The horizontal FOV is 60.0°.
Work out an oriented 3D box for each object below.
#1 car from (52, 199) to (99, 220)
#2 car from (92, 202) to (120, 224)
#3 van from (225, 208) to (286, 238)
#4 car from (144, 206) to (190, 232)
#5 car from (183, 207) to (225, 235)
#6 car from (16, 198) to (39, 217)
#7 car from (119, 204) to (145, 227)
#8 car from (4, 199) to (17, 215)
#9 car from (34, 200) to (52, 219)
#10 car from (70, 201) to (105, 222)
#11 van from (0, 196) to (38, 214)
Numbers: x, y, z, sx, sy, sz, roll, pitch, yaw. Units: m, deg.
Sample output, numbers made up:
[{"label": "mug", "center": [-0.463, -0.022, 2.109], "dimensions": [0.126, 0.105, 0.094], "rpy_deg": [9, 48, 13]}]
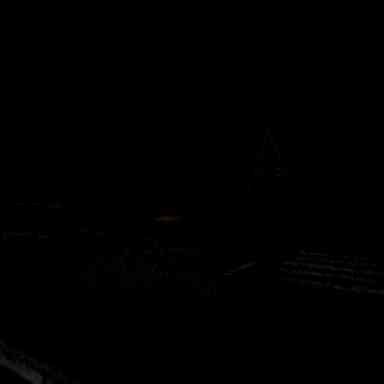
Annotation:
[{"label": "car", "center": [-9.451, 1.564, 29.500], "dimensions": [2.185, 1.767, 4.553], "rpy_deg": [0, 0, 35]}, {"label": "car", "center": [-4.949, 1.728, 26.254], "dimensions": [2.231, 1.521, 4.892], "rpy_deg": [0, 0, 35]}, {"label": "van", "center": [4.034, 1.578, 19.731], "dimensions": [1.878, 1.987, 4.442], "rpy_deg": [0, 0, 35]}, {"label": "car", "center": [-0.531, 1.762, 22.892], "dimensions": [1.946, 1.575, 5.366], "rpy_deg": [0, 0, 35]}, {"label": "car", "center": [1.857, 1.814, 21.458], "dimensions": [2.163, 1.488, 4.792], "rpy_deg": [0, 0, 35]}, {"label": "car", "center": [-13.997, 1.653, 32.687], "dimensions": [2.097, 1.535, 5.008], "rpy_deg": [0, 0, 35]}, {"label": "car", "center": [-2.668, 1.775, 24.675], "dimensions": [2.163, 1.488, 4.792], "rpy_deg": [0, 0, 35]}, {"label": "car", "center": [-16.260, 1.676, 34.298], "dimensions": [2.002, 1.452, 4.674], "rpy_deg": [0, 0, 35]}, {"label": "car", "center": [-11.734, 1.712, 31.081], "dimensions": [2.002, 1.452, 4.674], "rpy_deg": [0, 0, 35]}, {"label": "car", "center": [-7.204, 1.708, 27.871], "dimensions": [2.097, 1.535, 5.008], "rpy_deg": [0, 0, 35]}, {"label": "van", "center": [-18.450, 1.393, 36.002], "dimensions": [1.878, 1.987, 4.442], "rpy_deg": [0, 0, 35]}]
